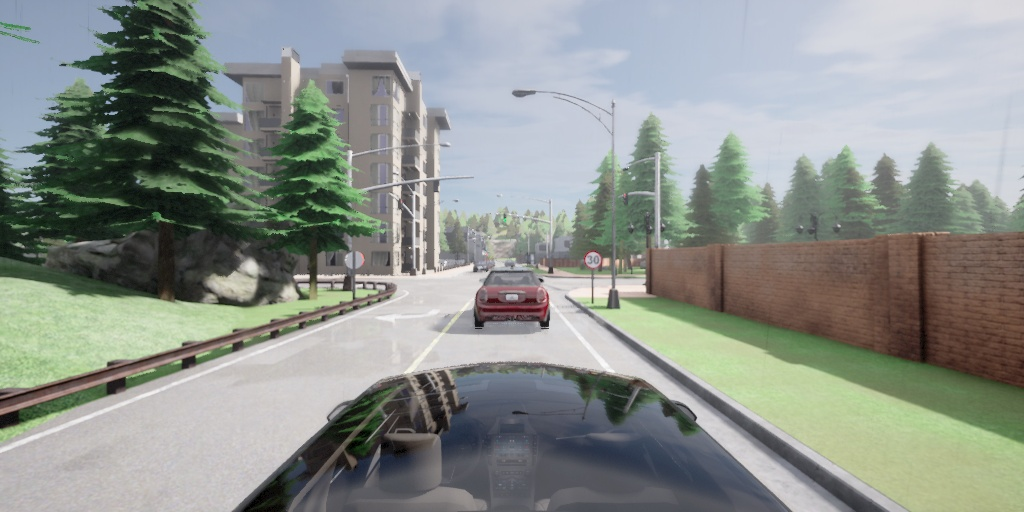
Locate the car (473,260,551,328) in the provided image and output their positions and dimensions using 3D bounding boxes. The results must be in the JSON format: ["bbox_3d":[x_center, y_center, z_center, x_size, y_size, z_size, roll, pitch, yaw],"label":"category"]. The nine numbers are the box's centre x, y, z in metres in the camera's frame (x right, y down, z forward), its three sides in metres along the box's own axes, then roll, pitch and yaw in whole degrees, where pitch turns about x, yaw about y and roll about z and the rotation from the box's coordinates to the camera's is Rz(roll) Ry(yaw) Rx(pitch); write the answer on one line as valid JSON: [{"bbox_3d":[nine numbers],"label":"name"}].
[{"bbox_3d":[-0.003,1.127,11.585,2.097,1.767,4.553,0,0,0],"label":"car"}]

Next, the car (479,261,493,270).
[{"bbox_3d":[-4.043,1.457,56.453,1.994,1.385,4.181,0,0,0],"label":"car"}]

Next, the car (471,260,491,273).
[{"bbox_3d":[-3.970,1.359,46.600,2.128,1.511,4.902,0,0,-1],"label":"car"}]
